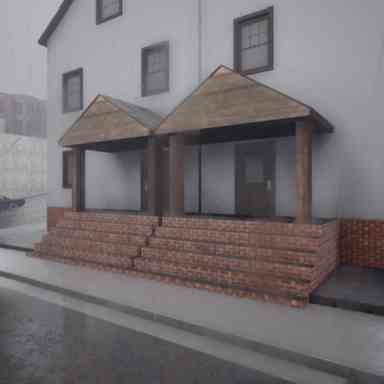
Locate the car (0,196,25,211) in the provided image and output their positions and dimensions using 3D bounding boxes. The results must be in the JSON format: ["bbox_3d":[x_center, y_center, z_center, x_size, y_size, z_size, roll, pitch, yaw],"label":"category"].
[{"bbox_3d":[-15.508,1.023,25.414,1.895,1.301,4.718,0,6,35],"label":"car"}]
